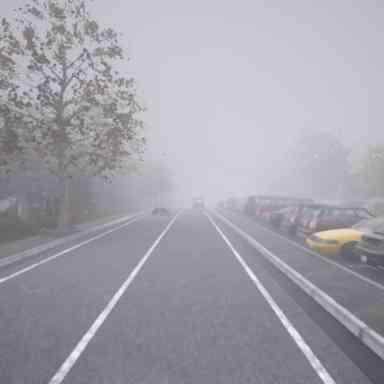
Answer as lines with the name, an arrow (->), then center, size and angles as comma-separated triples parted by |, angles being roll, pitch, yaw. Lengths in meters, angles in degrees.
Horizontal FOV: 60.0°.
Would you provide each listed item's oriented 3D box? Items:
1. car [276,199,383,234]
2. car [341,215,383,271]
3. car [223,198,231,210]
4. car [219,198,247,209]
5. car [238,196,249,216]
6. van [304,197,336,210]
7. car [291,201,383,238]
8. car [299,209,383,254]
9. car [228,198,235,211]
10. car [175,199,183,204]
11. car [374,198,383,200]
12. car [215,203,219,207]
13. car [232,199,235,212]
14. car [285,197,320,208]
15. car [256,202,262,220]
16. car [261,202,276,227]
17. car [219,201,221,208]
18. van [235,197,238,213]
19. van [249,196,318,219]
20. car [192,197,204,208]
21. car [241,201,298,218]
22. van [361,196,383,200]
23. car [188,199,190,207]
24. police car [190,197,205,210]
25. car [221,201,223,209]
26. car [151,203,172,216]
car -> 7.032, 1.422, 17.270 | 4.553, 1.767, 2.185 | 0, 0, 0
car -> 7.033, 1.524, 8.941 | 4.892, 1.521, 2.231 | 0, 0, 0
car -> 7.151, 1.880, 45.008 | 5.008, 1.535, 2.097 | 0, -1, 0
car -> 7.218, 2.021, 58.885 | 4.553, 1.767, 2.185 | 0, -1, 0
car -> 7.125, 1.328, 28.375 | 5.566, 2.045, 2.435 | 0, 0, 0
van -> 20.366, 1.805, 53.097 | 4.442, 1.987, 1.878 | 0, -1, 0
car -> 7.024, 1.414, 14.494 | 4.553, 1.767, 2.185 | 0, 0, 0
car -> 6.862, 1.528, 11.718 | 5.366, 1.575, 1.946 | 0, 0, 0
car -> 7.099, 1.804, 39.458 | 4.792, 1.488, 2.163 | 0, -1, 0
car -> -3.098, 2.413, 78.058 | 1.837, 1.490, 4.892 | 0, -2, 0
car -> 20.189, 1.610, 30.936 | 5.008, 1.535, 2.097 | 0, -1, 0
car -> 7.150, 1.840, 56.116 | 5.566, 2.045, 2.435 | 0, -1, 0
car -> 7.124, 1.762, 36.681 | 4.674, 1.452, 2.002 | 0, -1, 0
car -> 20.301, 1.945, 61.403 | 5.566, 2.045, 2.435 | 0, -1, 0
car -> 7.083, 1.604, 22.822 | 4.674, 1.452, 2.002 | 0, 0, 0
car -> 7.066, 1.555, 20.046 | 5.008, 1.535, 2.097 | 0, 0, 0
car -> 7.200, 2.068, 53.335 | 4.792, 1.488, 2.163 | 0, -1, 0
van -> 6.996, 1.444, 33.910 | 4.442, 1.987, 1.878 | 0, -1, 0
van -> 6.972, 1.346, 25.599 | 4.442, 1.987, 1.878 | 0, 0, 0
car -> 1.093, 2.022, 63.797 | 2.150, 2.045, 5.566 | 0, -2, 0
car -> 7.134, 1.646, 31.124 | 4.792, 1.488, 2.163 | 0, -1, 0
van -> 20.075, 1.437, 33.710 | 4.442, 1.987, 1.878 | 0, -1, 0
car -> 0.176, 2.783, 88.020 | 2.150, 2.045, 5.566 | 0, -3, 0
police car -> 1.069, 1.991, 53.854 | 1.930, 1.638, 5.238 | 0, -1, 0
car -> 7.164, 2.026, 50.559 | 4.674, 1.452, 2.002 | 0, -1, 0
car -> -3.293, 1.858, 36.396 | 1.895, 1.301, 4.718 | 0, -1, 0
